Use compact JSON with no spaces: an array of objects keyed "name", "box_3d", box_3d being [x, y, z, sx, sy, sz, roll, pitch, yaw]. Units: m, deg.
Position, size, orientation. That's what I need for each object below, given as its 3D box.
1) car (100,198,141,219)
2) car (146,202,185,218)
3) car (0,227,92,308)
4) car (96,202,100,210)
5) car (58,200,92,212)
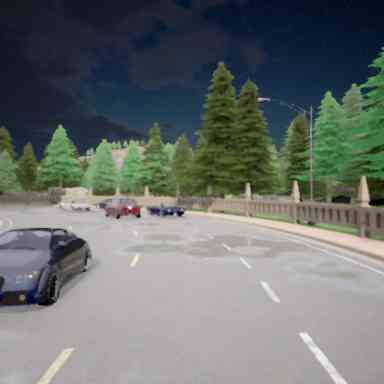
[{"name":"car","box_3d":[-6.107,1.309,28.972,2.097,1.767,4.553,0,0,-30]},{"name":"car","box_3d":[-2.451,1.557,29.732,1.895,1.301,4.718,0,0,-29]},{"name":"car","box_3d":[-3.793,1.553,7.844,1.994,1.385,4.181,0,0,-2]},{"name":"car","box_3d":[-9.400,1.450,38.983,1.837,1.490,4.892,0,1,-45]},{"name":"car","box_3d":[-13.416,1.545,37.940,4.718,1.301,1.895,0,0,44]}]
